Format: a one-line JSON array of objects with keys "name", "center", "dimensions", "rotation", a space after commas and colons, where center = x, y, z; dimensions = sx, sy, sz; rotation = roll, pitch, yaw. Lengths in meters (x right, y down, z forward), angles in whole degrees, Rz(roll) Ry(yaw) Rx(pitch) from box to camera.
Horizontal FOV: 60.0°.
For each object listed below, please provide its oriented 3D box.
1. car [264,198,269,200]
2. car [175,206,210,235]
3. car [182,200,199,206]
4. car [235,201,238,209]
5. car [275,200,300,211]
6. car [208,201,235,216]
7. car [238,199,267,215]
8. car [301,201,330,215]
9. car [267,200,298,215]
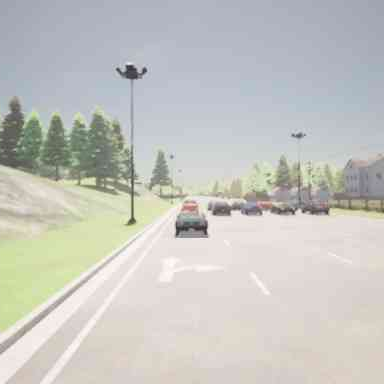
[{"name": "car", "center": [10.148, 1.719, 47.870], "dimensions": [2.097, 1.767, 4.553], "rotation": [0, -1, 0]}, {"name": "car", "center": [-0.036, 1.787, 20.344], "dimensions": [1.895, 1.301, 4.718], "rotation": [0, -1, 0]}, {"name": "car", "center": [-0.196, 1.722, 40.502], "dimensions": [2.097, 1.767, 4.553], "rotation": [0, -1, 0]}, {"name": "car", "center": [6.649, 1.958, 48.183], "dimensions": [1.994, 1.385, 4.181], "rotation": [0, 0, 0]}, {"name": "car", "center": [13.649, 1.891, 47.779], "dimensions": [2.033, 1.411, 5.357], "rotation": [0, -1, 0]}, {"name": "car", "center": [3.230, 1.795, 37.230], "dimensions": [1.882, 1.535, 5.008], "rotation": [0, -1, 0]}, {"name": "car", "center": [6.727, 1.824, 37.674], "dimensions": [1.812, 1.442, 4.674], "rotation": [0, -1, 0]}, {"name": "car", "center": [13.730, 1.739, 37.312], "dimensions": [2.128, 1.511, 4.902], "rotation": [0, -1, 0]}, {"name": "car", "center": [10.227, 1.876, 37.730], "dimensions": [1.895, 1.301, 4.718], "rotation": [0, -1, 0]}]
